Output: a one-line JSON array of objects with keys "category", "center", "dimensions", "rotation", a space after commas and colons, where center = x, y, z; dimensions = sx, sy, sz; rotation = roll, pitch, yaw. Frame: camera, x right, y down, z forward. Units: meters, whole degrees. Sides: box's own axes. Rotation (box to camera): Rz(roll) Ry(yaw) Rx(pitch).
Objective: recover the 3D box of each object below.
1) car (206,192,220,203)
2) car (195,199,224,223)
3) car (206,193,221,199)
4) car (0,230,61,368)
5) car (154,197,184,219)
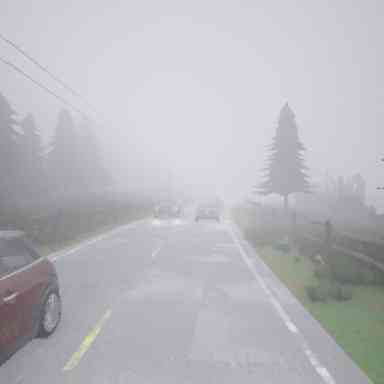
[{"category": "car", "center": [4.359, 1.124, 68.460], "dimensions": [2.150, 2.045, 5.566], "rotation": [0, 0, 12]}, {"category": "car", "center": [1.206, 1.510, 25.458], "dimensions": [2.033, 1.411, 5.357], "rotation": [0, 0, 4]}, {"category": "car", "center": [2.700, 1.294, 39.694], "dimensions": [2.097, 1.767, 4.553], "rotation": [0, 0, 8]}, {"category": "car", "center": [-3.212, 1.343, 3.538], "dimensions": [2.097, 1.767, 4.553], "rotation": [0, 0, 1]}, {"category": "car", "center": [-1.904, 1.308, 28.681], "dimensions": [2.097, 1.767, 4.553], "rotation": [0, 0, 5]}]
